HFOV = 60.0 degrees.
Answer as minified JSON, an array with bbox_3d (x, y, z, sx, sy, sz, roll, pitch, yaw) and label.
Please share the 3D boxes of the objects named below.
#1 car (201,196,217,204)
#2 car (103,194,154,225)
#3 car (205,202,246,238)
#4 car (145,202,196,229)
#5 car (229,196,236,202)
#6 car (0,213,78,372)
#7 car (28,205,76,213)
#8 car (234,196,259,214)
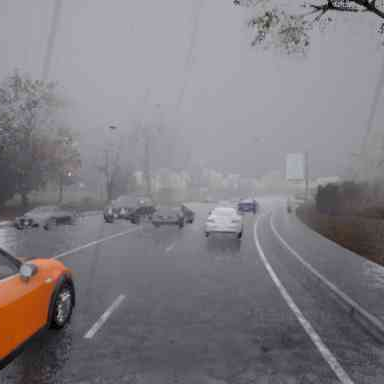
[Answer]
[{"bbox_3d":[3.140,1.486,59.522,1.994,1.385,4.181,0,0,21],"label":"car"},{"bbox_3d":[-4.334,1.169,24.055,2.150,2.045,5.566,0,0,12],"label":"car"},{"bbox_3d":[1.802,1.512,17.765,1.812,1.442,4.674,0,0,9],"label":"car"},{"bbox_3d":[-1.076,1.515,21.649,2.033,1.411,5.357,0,0,11],"label":"car"},{"bbox_3d":[8.572,1.444,63.958,2.128,1.511,4.902,0,0,21],"label":"car"},{"bbox_3d":[-3.156,1.336,4.024,2.097,1.767,4.553,0,0,2],"label":"car"},{"bbox_3d":[-8.647,1.499,19.975,1.994,1.385,4.181,0,0,10],"label":"car"},{"bbox_3d":[6.000,1.462,35.199,1.882,1.535,5.008,0,0,16],"label":"car"}]
